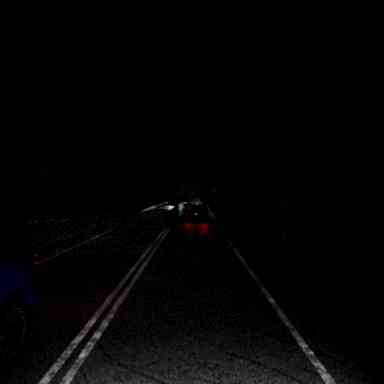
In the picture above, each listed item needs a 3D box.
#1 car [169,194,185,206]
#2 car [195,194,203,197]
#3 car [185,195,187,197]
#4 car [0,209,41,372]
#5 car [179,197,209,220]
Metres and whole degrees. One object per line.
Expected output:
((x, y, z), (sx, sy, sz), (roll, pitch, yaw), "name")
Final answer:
((-2.520, 1.466, 52.533), (1.895, 1.301, 4.718), (0, 0, 2), "car")
((0.750, 1.422, 46.977), (1.812, 1.442, 4.674), (0, 0, 1), "car")
((-1.954, 1.273, 68.357), (1.837, 1.490, 4.892), (0, 0, 2), "car")
((-3.334, 1.222, 2.730), (2.150, 2.045, 5.566), (0, 0, 0), "car")
((0.337, 1.466, 27.657), (2.128, 1.511, 4.902), (0, 0, 1), "car")
